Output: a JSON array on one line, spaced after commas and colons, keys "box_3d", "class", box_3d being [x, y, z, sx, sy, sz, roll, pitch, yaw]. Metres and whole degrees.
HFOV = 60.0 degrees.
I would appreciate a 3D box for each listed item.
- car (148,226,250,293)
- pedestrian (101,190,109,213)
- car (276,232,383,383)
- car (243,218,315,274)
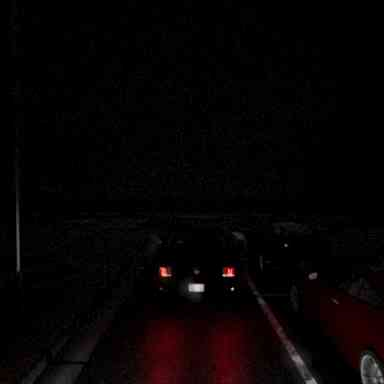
[{"box_3d": [0.102, 1.516, 8.542, 1.895, 1.301, 4.718, 0, 1, 0], "class": "car"}, {"box_3d": [-6.842, 0.755, 26.244, 0.375, 1.860, 0.375, 0, 1, 0], "class": "pedestrian"}, {"box_3d": [2.629, 1.537, 4.525, 1.802, 1.307, 4.206, -1, 1, 0], "class": "car"}, {"box_3d": [2.637, 1.451, 10.056, 2.008, 1.369, 4.403, -1, 1, 0], "class": "car"}]
